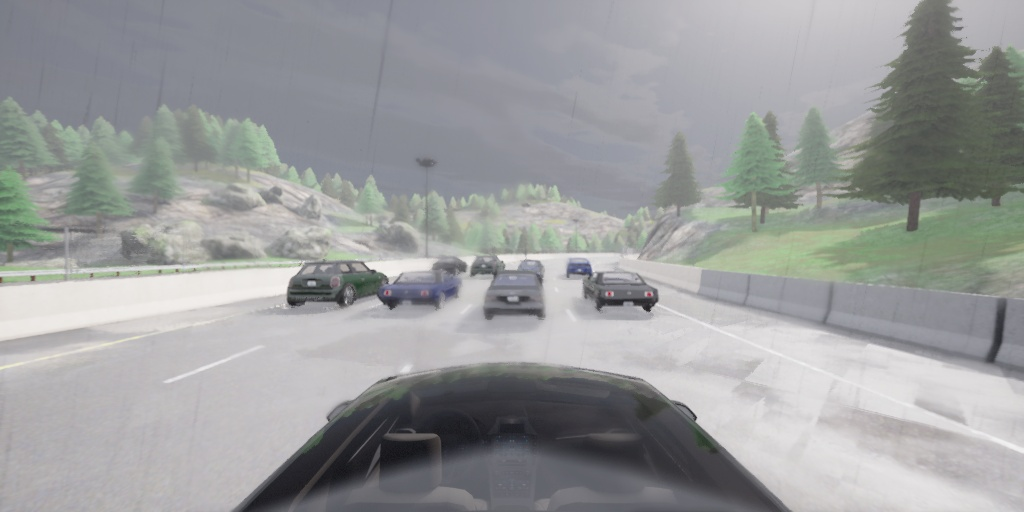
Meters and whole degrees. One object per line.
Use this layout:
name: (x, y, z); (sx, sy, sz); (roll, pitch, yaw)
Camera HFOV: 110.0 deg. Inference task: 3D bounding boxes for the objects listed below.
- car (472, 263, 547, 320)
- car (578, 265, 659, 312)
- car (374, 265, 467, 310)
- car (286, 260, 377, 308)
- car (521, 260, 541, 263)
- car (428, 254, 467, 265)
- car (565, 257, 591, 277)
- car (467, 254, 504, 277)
car: (0.187, 1.154, 11.979); (2.033, 1.411, 5.357); (0, 1, 3)
car: (3.796, 1.187, 13.421); (1.895, 1.301, 4.718); (0, 1, 4)
car: (-3.201, 1.183, 13.664); (1.895, 1.301, 4.718); (0, 1, 4)
car: (-6.659, 0.925, 14.300); (2.097, 1.767, 4.553); (0, 1, 4)
car: (1.390, 0.958, 25.994); (2.033, 1.411, 5.357); (0, 1, 8)
car: (-5.071, 0.830, 30.085); (1.882, 1.535, 5.008); (0, 1, 9)
car: (5.369, 0.847, 28.927); (1.882, 1.535, 5.008); (0, 1, 9)
car: (-1.782, 0.727, 28.442); (2.097, 1.767, 4.553); (0, 1, 8)
